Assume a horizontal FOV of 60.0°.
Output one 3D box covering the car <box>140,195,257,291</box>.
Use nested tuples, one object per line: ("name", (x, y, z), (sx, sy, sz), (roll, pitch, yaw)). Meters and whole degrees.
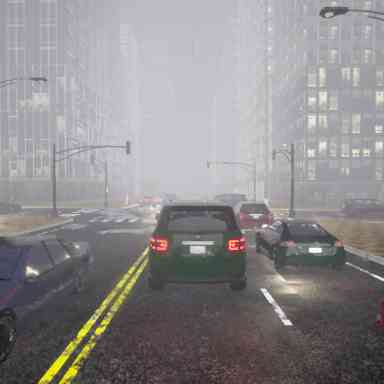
("car", (0.120, 1.218, 9.170), (2.150, 2.045, 5.566), (0, 0, 0))

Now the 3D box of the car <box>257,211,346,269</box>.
("car", (3.373, 1.559, 11.097), (1.994, 1.385, 4.181), (0, 0, 0))

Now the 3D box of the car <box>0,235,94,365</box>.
("car", (-3.343, 1.545, 5.997), (2.033, 1.411, 5.357), (0, 0, 0))

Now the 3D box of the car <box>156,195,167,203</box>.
("car", (-6.358, 1.420, 69.187), (1.882, 1.535, 5.008), (0, 0, 0))

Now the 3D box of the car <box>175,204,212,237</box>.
("car", (0.135, 1.516, 18.852), (1.812, 1.442, 4.674), (0, 0, 2))

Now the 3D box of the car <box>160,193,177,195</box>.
("car", (-3.257, 1.185, 51.726), (2.150, 2.045, 5.566), (0, 0, -1))

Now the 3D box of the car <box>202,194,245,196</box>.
("car", (3.362, 1.220, 36.399), (5.566, 2.045, 2.150), (1, 1, 1))

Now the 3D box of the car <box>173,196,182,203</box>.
("car", (-3.103, 1.535, 71.590), (1.895, 1.301, 4.718), (0, 0, 0))

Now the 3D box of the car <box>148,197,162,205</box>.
("car", (-6.451, 1.556, 58.933), (1.895, 1.301, 4.718), (0, 0, 0))

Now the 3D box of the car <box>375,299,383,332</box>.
("car", (3.355, 1.600, 2.272), (1.895, 1.301, 4.718), (0, 0, 0))

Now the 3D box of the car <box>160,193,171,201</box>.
("car", (-6.336, 1.153, 79.757), (2.150, 2.045, 5.566), (0, 0, 0))

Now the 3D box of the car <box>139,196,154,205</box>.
("car", (-6.520, 1.317, 49.943), (2.097, 1.767, 4.553), (0, 0, 1))

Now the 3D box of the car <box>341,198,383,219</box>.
("car", (16.263, 1.519, 30.385), (5.009, 1.841, 2.192), (1, 0, 1))

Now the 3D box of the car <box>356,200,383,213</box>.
("car", (21.889, 1.642, 38.660), (4.829, 1.417, 1.752), (1, 0, 1))

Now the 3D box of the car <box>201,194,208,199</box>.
("car", (3.439, 1.219, 91.619), (1.882, 1.535, 5.008), (0, 0, 0))

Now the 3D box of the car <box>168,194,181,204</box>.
("car", (-3.187, 1.304, 61.537), (2.097, 1.767, 4.553), (0, 0, 0))

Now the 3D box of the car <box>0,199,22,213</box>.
("car", (-19.572, 1.405, 33.638), (4.181, 1.385, 1.994), (1, 1, 1))

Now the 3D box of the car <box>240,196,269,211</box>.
("car", (3.390, 1.342, 19.711), (2.097, 1.767, 4.553), (0, 0, 0))

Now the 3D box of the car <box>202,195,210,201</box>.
("car", (3.419, 1.442, 81.619), (1.812, 1.442, 4.674), (0, 0, 0))
